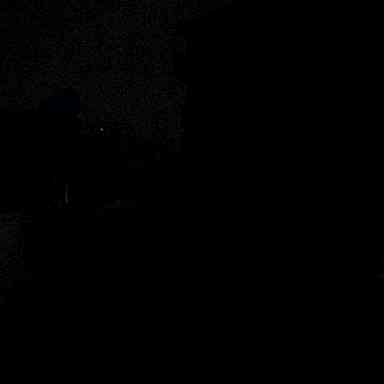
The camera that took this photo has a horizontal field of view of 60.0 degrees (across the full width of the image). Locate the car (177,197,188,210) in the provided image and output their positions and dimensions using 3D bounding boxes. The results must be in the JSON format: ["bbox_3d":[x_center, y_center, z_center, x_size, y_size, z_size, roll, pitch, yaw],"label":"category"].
[{"bbox_3d":[0.018,1.245,39.477,1.967,1.590,4.097,-1,0,35],"label":"car"}]

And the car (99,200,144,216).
[{"bbox_3d":[-6.411,1.413,30.333,1.752,1.417,4.829,-1,0,35],"label":"car"}]

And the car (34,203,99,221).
[{"bbox_3d":[-9.773,1.484,25.552,2.008,1.369,4.403,-1,0,35],"label":"car"}]
